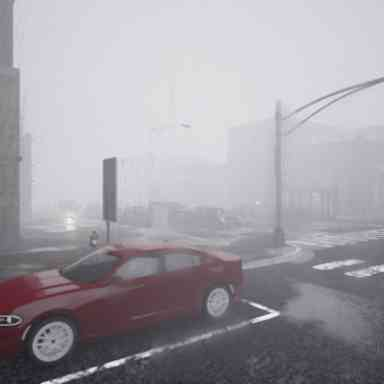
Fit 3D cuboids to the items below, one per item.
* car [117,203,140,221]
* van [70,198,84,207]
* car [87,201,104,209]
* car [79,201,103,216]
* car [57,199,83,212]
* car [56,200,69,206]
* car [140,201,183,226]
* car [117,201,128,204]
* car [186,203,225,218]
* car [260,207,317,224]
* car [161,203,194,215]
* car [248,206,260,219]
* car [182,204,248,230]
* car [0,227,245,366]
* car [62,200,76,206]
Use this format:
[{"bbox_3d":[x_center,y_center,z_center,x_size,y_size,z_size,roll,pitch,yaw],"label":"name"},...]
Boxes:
[{"bbox_3d":[-5.208,2.023,31.921,2.008,1.369,4.403,-1,0,-36],"label":"car"},{"bbox_3d":[-25.339,2.337,73.244,1.690,1.788,3.998,-1,0,-36],"label":"van"},{"bbox_3d":[-18.620,2.443,64.145,1.802,1.307,4.206,-1,0,-36],"label":"car"},{"bbox_3d":[-11.924,2.157,41.017,2.008,1.369,4.403,-1,0,-36],"label":"car"},{"bbox_3d":[-18.643,2.056,50.115,2.192,1.841,5.009,-1,0,-36],"label":"car"},{"bbox_3d":[-32.151,2.657,82.477,1.752,1.417,4.829,-1,0,-36],"label":"car"},{"bbox_3d":[-1.854,1.721,27.372,2.192,1.841,5.009,-1,0,-36],"label":"car"},{"bbox_3d":[-11.907,2.167,55.048,1.967,1.590,4.097,-1,0,-36],"label":"car"},{"bbox_3d":[1.424,1.986,36.990,1.752,1.417,4.829,-1,0,-36],"label":"car"},{"bbox_3d":[8.242,1.891,27.756,1.947,1.339,4.313,-1,0,-36],"label":"car"},{"bbox_3d":[-1.832,2.076,41.402,2.008,1.369,4.403,-1,0,-36],"label":"car"},{"bbox_3d":[4.782,1.919,32.442,1.752,1.417,4.829,-1,0,-36],"label":"car"},{"bbox_3d":[1.506,1.779,22.823,1.967,1.590,4.097,-1,0,-36],"label":"car"},{"bbox_3d":[-1.073,1.562,5.794,4.507,1.381,1.887,0,-1,-35],"label":"car"},{"bbox_3d":[-28.692,2.607,77.792,1.887,1.381,4.507,-1,0,-36],"label":"car"}]
